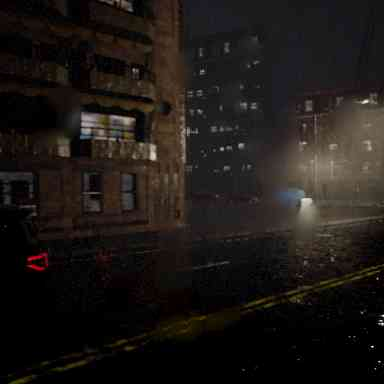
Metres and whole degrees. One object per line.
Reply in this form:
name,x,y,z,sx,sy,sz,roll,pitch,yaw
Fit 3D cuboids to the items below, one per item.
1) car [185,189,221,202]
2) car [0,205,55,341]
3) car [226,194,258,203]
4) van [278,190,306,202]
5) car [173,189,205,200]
car,1.434,0.564,46.540,5.009,1.841,2.192,1,0,22
car,-4.770,1.242,4.272,5.566,2.045,2.150,0,0,-35
car,6.640,0.886,44.396,4.206,1.307,1.802,1,0,22
van,15.134,0.579,49.963,3.998,1.788,1.690,1,0,22
car,-0.491,0.390,56.392,5.009,1.841,2.192,1,0,22
